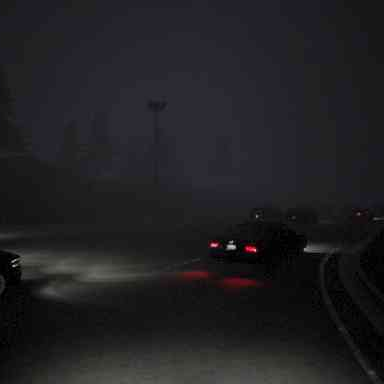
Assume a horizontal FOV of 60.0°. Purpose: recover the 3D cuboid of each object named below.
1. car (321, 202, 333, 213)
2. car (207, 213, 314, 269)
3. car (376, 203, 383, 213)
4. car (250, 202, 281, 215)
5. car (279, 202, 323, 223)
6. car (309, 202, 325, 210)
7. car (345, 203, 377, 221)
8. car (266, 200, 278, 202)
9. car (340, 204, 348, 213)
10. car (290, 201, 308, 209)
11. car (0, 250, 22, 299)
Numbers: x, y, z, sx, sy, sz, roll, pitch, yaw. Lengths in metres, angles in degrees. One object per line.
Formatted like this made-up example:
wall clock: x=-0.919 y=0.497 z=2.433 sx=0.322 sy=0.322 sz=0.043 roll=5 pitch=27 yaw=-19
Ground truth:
car: x=20.646 y=2.382 z=51.756 sx=1.837 sy=1.490 sz=4.892 roll=0 pitch=0 yaw=34
car: x=2.547 y=1.716 z=11.910 sx=2.033 sy=1.411 sz=5.357 roll=0 pitch=-1 yaw=34
car: x=29.336 y=2.520 z=52.181 sx=1.837 sy=1.490 sz=4.892 roll=0 pitch=-1 yaw=34
car: x=7.063 y=1.949 z=31.337 sx=1.837 sy=1.490 sz=4.892 roll=0 pitch=-1 yaw=34
car: x=9.514 y=1.933 z=28.703 sx=1.882 sy=1.535 sz=5.008 roll=0 pitch=-1 yaw=34
car: x=23.556 y=2.608 z=62.631 sx=1.994 sy=1.385 sz=4.181 roll=0 pitch=-1 yaw=34
car: x=17.733 y=2.212 z=34.740 sx=1.994 sy=1.385 sz=4.181 roll=0 pitch=-1 yaw=34
car: x=12.905 y=2.120 z=52.754 sx=2.097 sy=1.767 sz=4.553 roll=0 pitch=0 yaw=34
car: x=23.473 y=2.461 z=49.686 sx=1.994 sy=1.385 sz=4.181 roll=0 pitch=-1 yaw=34
car: x=21.033 y=2.539 z=65.142 sx=2.128 sy=1.511 sz=4.902 roll=0 pitch=-1 yaw=34
car: x=-5.671 y=1.453 z=5.875 sx=1.882 sy=1.535 sz=5.008 roll=0 pitch=-1 yaw=34
